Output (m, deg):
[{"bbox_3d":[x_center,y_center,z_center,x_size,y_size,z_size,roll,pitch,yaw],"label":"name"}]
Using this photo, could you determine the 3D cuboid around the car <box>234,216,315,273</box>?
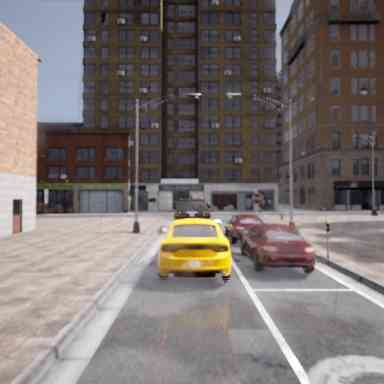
[{"bbox_3d":[2.628,1.669,10.787,1.802,1.307,4.206,1,0,0],"label":"car"}]

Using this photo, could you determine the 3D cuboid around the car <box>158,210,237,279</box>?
[{"bbox_3d":[0.067,1.560,10.322,1.882,1.535,5.008,0,0,0],"label":"car"}]

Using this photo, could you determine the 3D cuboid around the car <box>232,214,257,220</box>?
[{"bbox_3d":[2.616,1.714,16.225,1.802,1.307,4.206,1,0,0],"label":"car"}]

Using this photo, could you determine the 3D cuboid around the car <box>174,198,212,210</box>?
[{"bbox_3d":[0.053,1.393,21.047,2.150,2.045,5.566,0,0,1],"label":"car"}]
